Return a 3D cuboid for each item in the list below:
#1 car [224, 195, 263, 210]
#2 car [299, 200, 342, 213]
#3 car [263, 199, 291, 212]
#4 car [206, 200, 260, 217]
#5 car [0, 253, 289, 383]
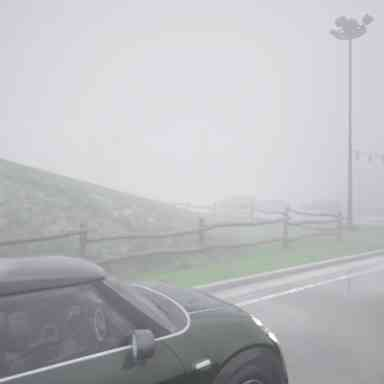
[{"bbox_3d":[5.103,1.350,39.539,5.566,2.045,2.150,0,-1,31],"label":"car"},{"bbox_3d":[15.663,1.666,40.794,4.902,1.511,2.128,0,0,36],"label":"car"},{"bbox_3d":[9.567,1.657,40.810,4.892,1.490,1.837,0,-1,34],"label":"car"},{"bbox_3d":[3.752,1.706,32.111,4.718,1.301,1.895,0,0,34],"label":"car"},{"bbox_3d":[-1.256,1.355,2.851,4.553,1.767,2.097,0,0,-35],"label":"car"}]
